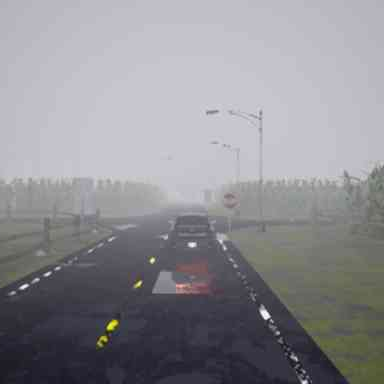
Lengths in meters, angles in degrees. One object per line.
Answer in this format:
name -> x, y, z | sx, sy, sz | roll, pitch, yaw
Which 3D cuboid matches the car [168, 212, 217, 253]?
car -> 0.019, 1.643, 14.317 | 1.837, 1.490, 4.892 | 0, 0, 0
